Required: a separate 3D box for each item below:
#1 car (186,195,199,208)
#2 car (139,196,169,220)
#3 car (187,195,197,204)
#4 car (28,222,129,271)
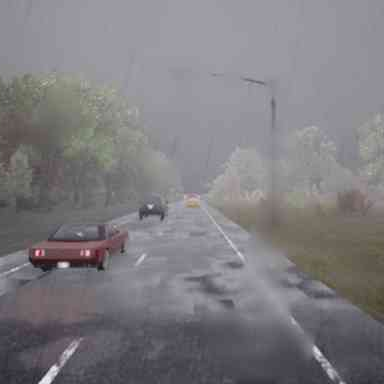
[{"bbox_3d":[0.141,1.734,53.055,1.882,1.535,5.008,0,0,0],"label":"car"},{"bbox_3d":[-3.378,1.365,29.789,2.150,2.045,5.566,0,0,0],"label":"car"},{"bbox_3d":[0.057,1.579,72.383,2.150,2.045,5.566,0,0,0],"label":"car"},{"bbox_3d":[-3.392,1.654,11.019,1.895,1.301,4.718,0,0,0],"label":"car"}]
